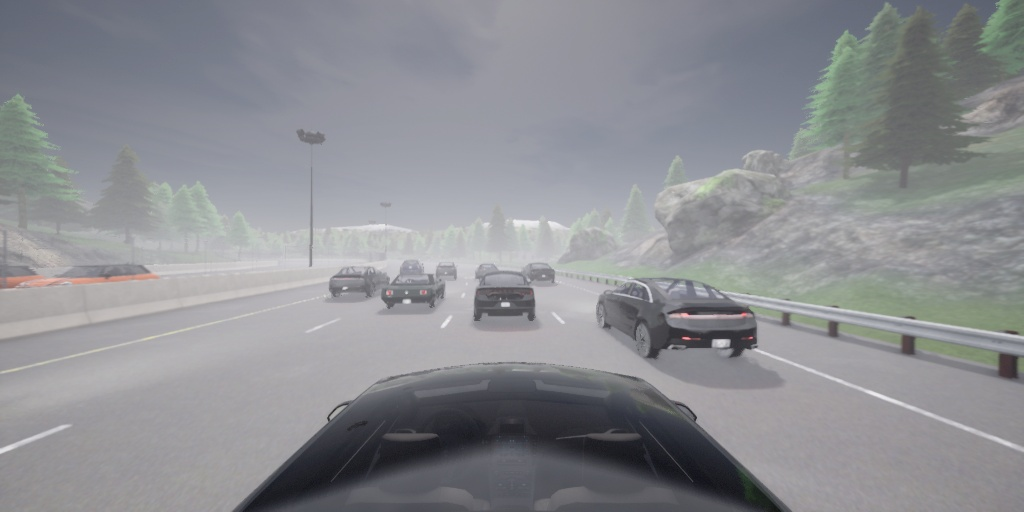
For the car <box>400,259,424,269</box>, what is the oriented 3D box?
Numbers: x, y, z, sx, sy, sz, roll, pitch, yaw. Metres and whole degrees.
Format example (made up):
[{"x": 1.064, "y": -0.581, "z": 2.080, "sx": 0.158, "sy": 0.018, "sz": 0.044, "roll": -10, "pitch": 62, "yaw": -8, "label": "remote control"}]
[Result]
[{"x": -10.202, "y": 1.128, "z": 36.827, "sx": 2.097, "sy": 1.767, "sz": 4.553, "roll": 0, "pitch": 0, "yaw": -10, "label": "car"}]

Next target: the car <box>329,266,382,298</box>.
[{"x": -7.766, "y": 1.260, "z": 18.663, "sx": 2.128, "sy": 1.511, "sz": 4.902, "roll": 0, "pitch": 0, "yaw": -5, "label": "car"}]

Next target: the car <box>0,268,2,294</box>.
[{"x": -28.853, "y": 1.375, "z": 17.545, "sx": 1.994, "sy": 1.385, "sz": 4.181, "roll": 0, "pitch": 0, "yaw": -4, "label": "car"}]

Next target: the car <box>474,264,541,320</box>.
[{"x": -0.311, "y": 1.230, "z": 12.653, "sx": 1.882, "sy": 1.535, "sz": 5.008, "roll": 0, "pitch": 0, "yaw": -3, "label": "car"}]

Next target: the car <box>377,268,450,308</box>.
[{"x": -3.960, "y": 1.361, "z": 15.234, "sx": 1.895, "sy": 1.301, "sz": 4.718, "roll": 0, "pitch": 0, "yaw": -4, "label": "car"}]

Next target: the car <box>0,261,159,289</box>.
[{"x": -18.193, "y": 1.140, "z": 15.642, "sx": 2.097, "sy": 1.767, "sz": 4.553, "roll": 0, "pitch": 0, "yaw": -4, "label": "car"}]

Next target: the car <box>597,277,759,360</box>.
[{"x": 3.386, "y": 1.236, "z": 8.366, "sx": 2.128, "sy": 1.511, "sz": 4.902, "roll": 0, "pitch": 0, "yaw": -2, "label": "car"}]

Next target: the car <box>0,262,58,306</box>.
[{"x": -21.597, "y": 1.147, "z": 14.017, "sx": 2.097, "sy": 1.767, "sz": 4.553, "roll": 0, "pitch": 0, "yaw": -4, "label": "car"}]

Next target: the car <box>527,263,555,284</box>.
[{"x": 1.891, "y": 1.228, "z": 27.120, "sx": 1.882, "sy": 1.535, "sz": 5.008, "roll": 0, "pitch": 0, "yaw": -7, "label": "car"}]

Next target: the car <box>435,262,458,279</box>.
[{"x": -5.998, "y": 1.258, "z": 32.989, "sx": 2.128, "sy": 1.511, "sz": 4.902, "roll": 0, "pitch": 0, "yaw": -9, "label": "car"}]
